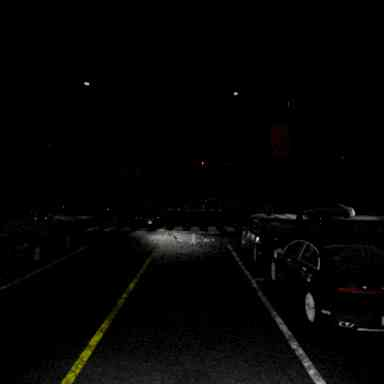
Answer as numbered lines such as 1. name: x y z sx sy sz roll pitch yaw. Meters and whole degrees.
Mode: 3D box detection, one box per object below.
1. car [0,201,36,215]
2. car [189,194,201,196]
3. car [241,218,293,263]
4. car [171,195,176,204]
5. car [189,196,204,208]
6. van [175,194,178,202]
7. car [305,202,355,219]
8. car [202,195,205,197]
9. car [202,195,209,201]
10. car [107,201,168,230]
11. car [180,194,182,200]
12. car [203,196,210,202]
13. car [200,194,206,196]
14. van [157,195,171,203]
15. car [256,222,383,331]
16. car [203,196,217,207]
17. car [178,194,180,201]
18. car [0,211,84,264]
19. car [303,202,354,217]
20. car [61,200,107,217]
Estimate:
1. car: -15.186 1.401 27.429 4.181 1.385 1.994 1 0 1
2. car: 0.830 1.840 80.565 1.994 1.385 4.181 0 0 1
3. car: 2.821 1.590 11.818 2.008 1.369 4.403 0 0 0
4. car: -5.071 1.816 70.653 1.947 1.339 4.313 0 0 1
5. car: 0.487 1.782 52.083 1.895 1.301 4.718 0 0 1
6. van: -4.916 1.632 81.678 1.690 1.788 3.998 0 0 1
7. car: 14.062 1.926 33.867 4.674 1.442 1.812 1 0 1
8. car: 3.376 1.780 65.024 2.008 1.369 4.403 0 0 1
9. car: 3.764 1.773 92.587 1.967 1.590 4.097 0 0 1
10. car: -3.687 1.568 21.926 2.128 1.511 4.902 1 -1 -30
11. car: -4.761 1.648 92.702 2.192 1.841 5.009 0 0 1
12. car: 3.688 1.838 87.244 1.752 1.417 4.829 0 0 1
13. car: 3.454 1.565 70.537 2.192 1.841 5.009 0 0 1
14. van: -5.226 1.550 59.630 1.690 1.788 3.998 0 0 1
15. car: 2.796 1.574 6.825 2.008 1.369 4.403 0 0 0
16. car: 3.221 1.739 53.999 2.008 1.369 4.403 0 0 1
17. car: -4.838 1.857 87.189 1.887 1.381 4.507 0 0 1
18. car: -5.704 1.590 11.863 2.008 1.369 4.403 0 0 0
19. car: 15.140 1.941 37.128 4.892 1.490 1.837 1 0 0
20. car: -9.584 1.489 30.632 4.674 1.442 1.812 1 0 0
